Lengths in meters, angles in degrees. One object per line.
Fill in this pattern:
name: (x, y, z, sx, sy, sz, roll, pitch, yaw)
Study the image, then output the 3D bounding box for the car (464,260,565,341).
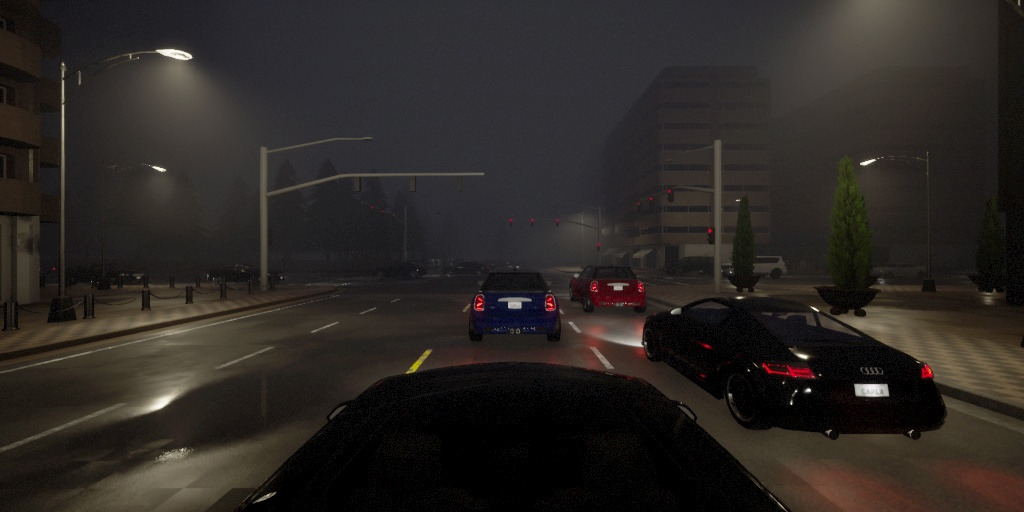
car: (0.078, 1.102, 10.012, 2.097, 1.767, 4.553, 0, 0, 0)

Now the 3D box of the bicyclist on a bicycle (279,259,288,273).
bicyclist on a bicycle: (-25.635, 1.106, 40.208, 0.582, 1.620, 1.656, 0, 0, 0)

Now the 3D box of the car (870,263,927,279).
car: (35.526, 1.331, 33.183, 4.674, 1.442, 1.812, 0, 0, 0)

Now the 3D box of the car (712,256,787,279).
car: (22.149, 1.027, 33.139, 5.566, 2.045, 2.150, 0, 0, 0)

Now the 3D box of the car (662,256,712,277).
car: (18.400, 1.027, 36.621, 5.566, 2.045, 2.150, 0, 0, 0)

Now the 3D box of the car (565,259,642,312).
car: (3.598, 1.102, 14.242, 2.097, 1.767, 4.553, 0, 0, 0)

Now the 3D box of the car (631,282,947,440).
car: (3.604, 1.314, 5.602, 1.994, 1.385, 4.181, 0, 0, 0)

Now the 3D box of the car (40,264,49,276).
car: (-49.538, 1.353, 36.265, 5.357, 1.411, 2.033, 0, 0, 0)

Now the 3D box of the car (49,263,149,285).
car: (-29.222, 1.297, 25.709, 4.902, 1.511, 2.128, 0, 0, 0)

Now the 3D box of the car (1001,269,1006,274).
car: (52.893, 1.473, 36.675, 4.718, 1.301, 1.895, 0, 0, 0)

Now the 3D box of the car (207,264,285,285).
car: (-19.010, 1.297, 25.754, 4.902, 1.511, 2.128, 0, 0, 0)

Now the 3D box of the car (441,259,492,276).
car: (-4.719, 1.293, 36.518, 4.892, 1.490, 1.837, 0, 0, 0)

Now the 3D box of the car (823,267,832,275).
car: (34.832, 1.406, 36.691, 4.718, 1.301, 1.895, 0, 0, 0)

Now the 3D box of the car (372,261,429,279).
car: (-10.236, 1.269, 32.997, 5.008, 1.535, 1.882, 0, 0, 0)
